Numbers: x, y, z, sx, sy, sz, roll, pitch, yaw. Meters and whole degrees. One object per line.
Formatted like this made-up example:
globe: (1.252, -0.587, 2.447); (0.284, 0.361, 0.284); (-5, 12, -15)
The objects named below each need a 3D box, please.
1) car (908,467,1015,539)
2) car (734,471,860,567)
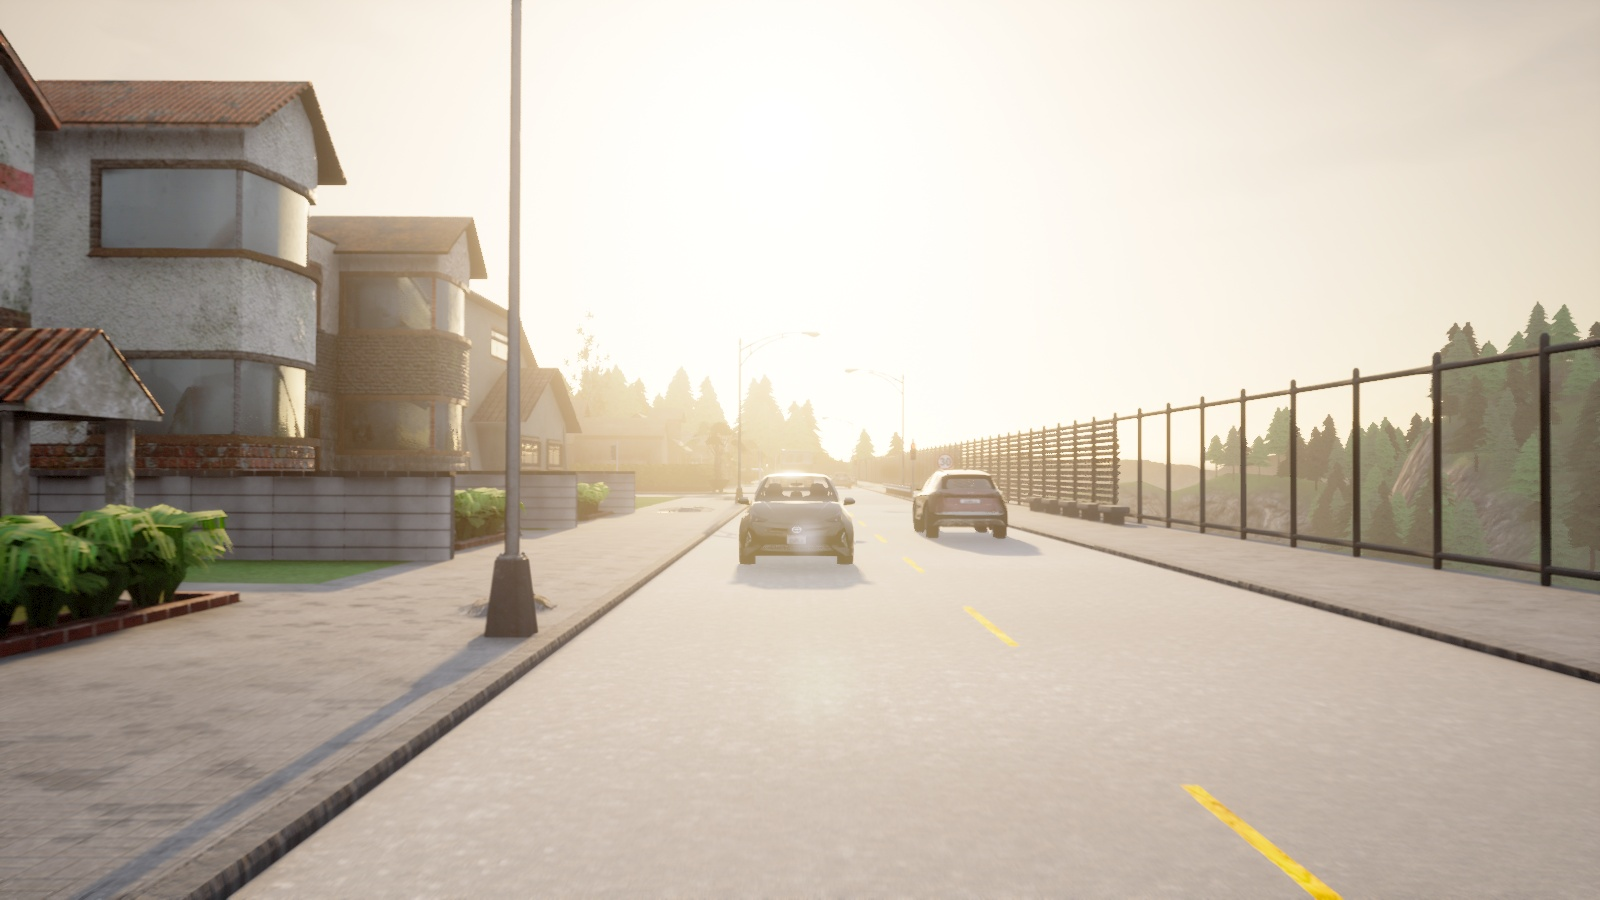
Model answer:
car: (3.924, 1.253, 31.322); (2.033, 1.649, 4.856); (0, -1, 0)
car: (-0.054, 1.135, 22.311); (2.007, 1.525, 4.514); (0, -1, 0)
